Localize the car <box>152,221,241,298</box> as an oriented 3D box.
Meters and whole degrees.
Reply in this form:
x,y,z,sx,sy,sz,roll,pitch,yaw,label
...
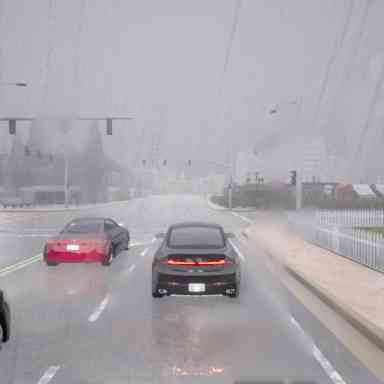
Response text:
x,y,z,sx,sy,sz,roll,pitch,yaw,label
0.083,1.505,8.519,1.837,1.490,4.892,0,0,0,car

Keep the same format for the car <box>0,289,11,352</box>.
x,y,z,sx,sy,sz,roll,pitch,yaw,label
-3.410,1.491,2.647,2.128,1.511,4.902,0,0,0,car

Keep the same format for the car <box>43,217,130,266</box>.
x,y,z,sx,sy,sz,roll,pitch,yaw,label
-3.423,1.564,11.556,1.994,1.385,4.181,0,0,0,car
